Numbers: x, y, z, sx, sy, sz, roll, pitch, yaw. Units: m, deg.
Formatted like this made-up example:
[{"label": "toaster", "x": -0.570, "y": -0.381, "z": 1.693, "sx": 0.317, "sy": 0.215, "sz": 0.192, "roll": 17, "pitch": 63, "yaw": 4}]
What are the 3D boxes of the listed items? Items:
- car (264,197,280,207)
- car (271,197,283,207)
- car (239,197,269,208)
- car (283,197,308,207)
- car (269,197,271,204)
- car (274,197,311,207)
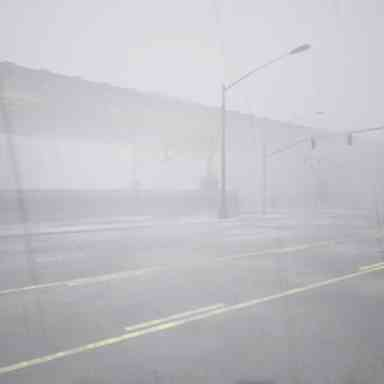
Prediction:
[{"label": "car", "x": 11.187, "y": 1.317, "z": 46.519, "sx": 1.853, "sy": 1.218, "sz": 4.536, "roll": 0, "pitch": 0, "yaw": 18}, {"label": "car", "x": 11.171, "y": 1.475, "z": 46.469, "sx": 2.038, "sy": 1.542, "sz": 4.974, "roll": 0, "pitch": 0, "yaw": 18}, {"label": "car", "x": 7.375, "y": 1.314, "z": 43.790, "sx": 4.536, "sy": 1.218, "sz": 1.853, "roll": 0, "pitch": 0, "yaw": 8}, {"label": "car", "x": 15.028, "y": 1.320, "z": 50.224, "sx": 4.536, "sy": 1.218, "sz": 1.853, "roll": 0, "pitch": 0, "yaw": -7}, {"label": "car", "x": 7.427, "y": 1.472, "z": 43.783, "sx": 4.974, "sy": 1.542, "sz": 2.038, "roll": 0, "pitch": 0, "yaw": 8}, {"label": "car", "x": 15.080, "y": 1.478, "z": 50.230, "sx": 4.974, "sy": 1.542, "sz": 2.038, "roll": 0, "pitch": 0, "yaw": -7}]
